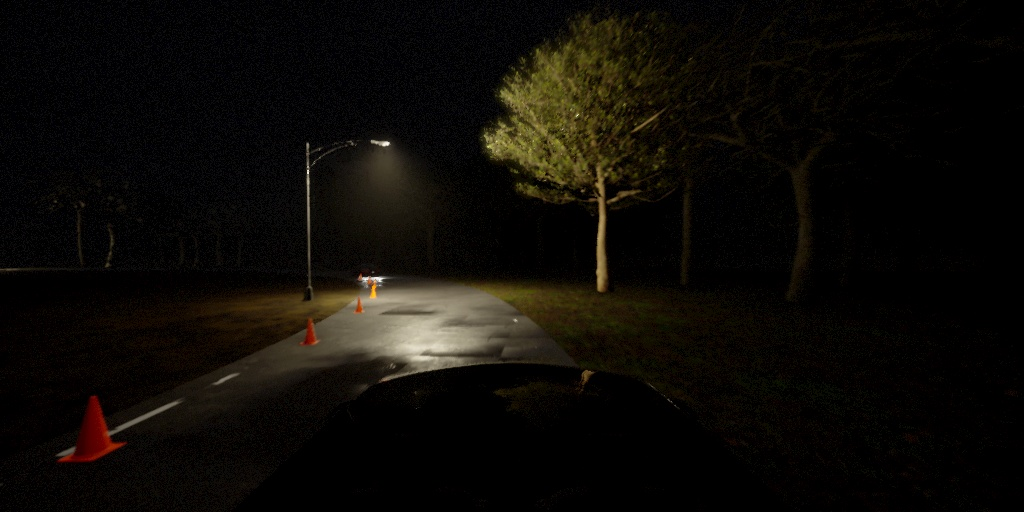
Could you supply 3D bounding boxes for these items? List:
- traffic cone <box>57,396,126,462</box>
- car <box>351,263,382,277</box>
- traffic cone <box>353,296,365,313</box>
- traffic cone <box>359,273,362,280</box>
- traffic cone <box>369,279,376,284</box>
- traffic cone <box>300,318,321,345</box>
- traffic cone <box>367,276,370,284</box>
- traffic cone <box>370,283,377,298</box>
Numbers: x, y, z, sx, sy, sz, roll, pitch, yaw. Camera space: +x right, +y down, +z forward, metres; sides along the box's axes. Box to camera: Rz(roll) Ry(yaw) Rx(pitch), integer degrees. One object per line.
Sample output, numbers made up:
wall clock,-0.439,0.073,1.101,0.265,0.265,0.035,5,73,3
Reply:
traffic cone,-4.351,1.754,3.727,0.340,0.580,0.340,0,0,-3
car,-14.568,1.381,35.842,1.994,1.385,4.181,-1,0,-40
traffic cone,-5.617,1.771,13.192,0.340,0.580,0.340,0,0,-13
traffic cone,-12.991,1.781,30.732,0.340,0.580,0.340,0,0,-33
traffic cone,-8.527,1.769,22.289,0.340,0.580,0.340,0,0,-23
traffic cone,-4.775,1.766,8.488,0.340,0.580,0.340,0,0,-8
traffic cone,-10.572,1.772,26.609,0.340,0.580,0.340,0,0,-28
traffic cone,-6.871,1.771,17.805,0.340,0.580,0.340,0,0,-18
